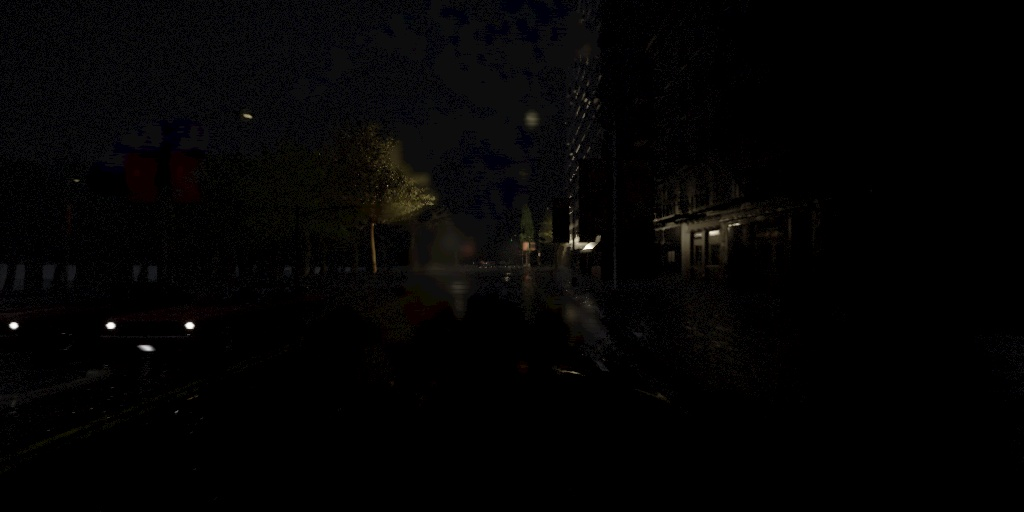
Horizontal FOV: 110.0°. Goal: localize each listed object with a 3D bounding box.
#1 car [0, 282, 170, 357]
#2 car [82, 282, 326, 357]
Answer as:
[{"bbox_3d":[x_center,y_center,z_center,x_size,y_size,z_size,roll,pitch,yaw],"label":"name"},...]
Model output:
[{"bbox_3d":[-9.837,1.354,8.708,1.895,1.301,4.718,0,0,0],"label":"car"},{"bbox_3d":[-6.586,1.354,8.676,1.895,1.301,4.718,0,0,0],"label":"car"}]
